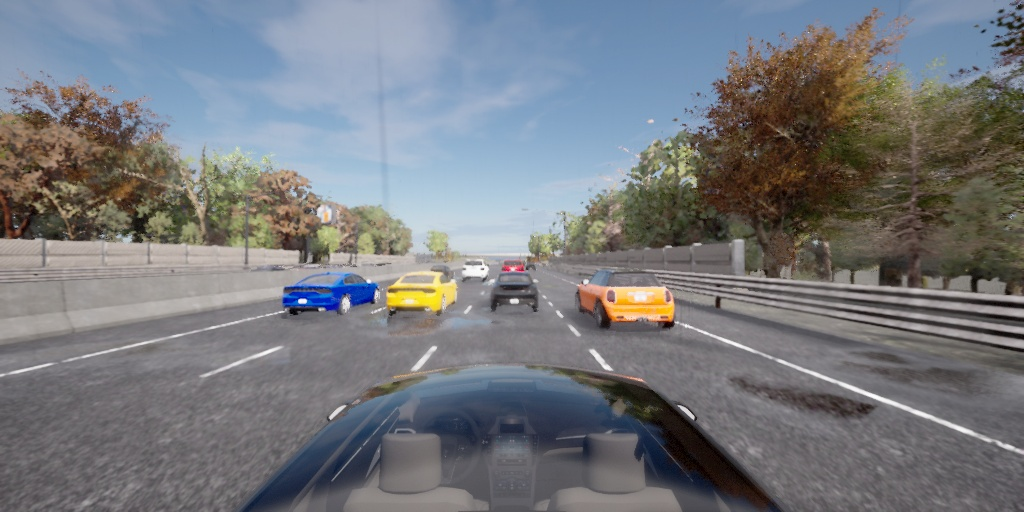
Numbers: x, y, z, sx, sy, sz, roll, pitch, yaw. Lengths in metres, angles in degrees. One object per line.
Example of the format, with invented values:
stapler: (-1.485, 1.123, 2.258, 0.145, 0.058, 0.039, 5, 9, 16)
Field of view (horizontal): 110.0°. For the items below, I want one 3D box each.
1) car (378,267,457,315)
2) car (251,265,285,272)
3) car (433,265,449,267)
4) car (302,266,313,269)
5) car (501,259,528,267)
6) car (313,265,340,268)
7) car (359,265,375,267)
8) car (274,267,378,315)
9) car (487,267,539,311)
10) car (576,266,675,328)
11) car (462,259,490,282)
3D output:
car: (-3.407, 1.372, 14.380, 1.882, 1.535, 5.008, 0, -1, 0)
car: (-28.104, 1.778, 41.495, 1.994, 1.385, 4.181, 0, -1, 0)
car: (-6.917, 1.645, 35.206, 1.837, 1.490, 4.892, 0, -1, 0)
car: (-24.608, 1.838, 43.394, 1.895, 1.301, 4.718, 0, -1, 0)
car: (0.083, 1.352, 34.455, 2.150, 2.045, 5.566, 0, -1, 0)
car: (-21.106, 1.790, 42.493, 1.994, 1.385, 4.181, 0, -1, 0)
car: (-17.609, 1.761, 43.220, 1.812, 1.442, 4.674, 0, -1, 0)
car: (-6.905, 1.371, 14.294, 1.882, 1.535, 5.008, 0, -1, 0)
car: (0.092, 1.411, 15.339, 1.837, 1.490, 4.892, 0, -1, 0)
car: (3.515, 1.203, 11.972, 2.097, 1.767, 4.553, 0, -1, 0)
car: (-3.419, 1.351, 34.392, 2.150, 2.045, 5.566, 0, -1, 0)
